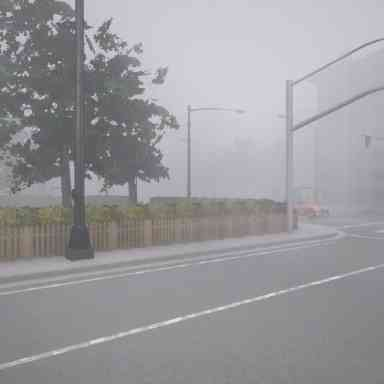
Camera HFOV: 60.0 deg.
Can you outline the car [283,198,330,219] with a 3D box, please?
[{"bbox_3d":[9.862,1.352,29.548,2.097,1.767,4.553,0,0,-35],"label":"car"}]
